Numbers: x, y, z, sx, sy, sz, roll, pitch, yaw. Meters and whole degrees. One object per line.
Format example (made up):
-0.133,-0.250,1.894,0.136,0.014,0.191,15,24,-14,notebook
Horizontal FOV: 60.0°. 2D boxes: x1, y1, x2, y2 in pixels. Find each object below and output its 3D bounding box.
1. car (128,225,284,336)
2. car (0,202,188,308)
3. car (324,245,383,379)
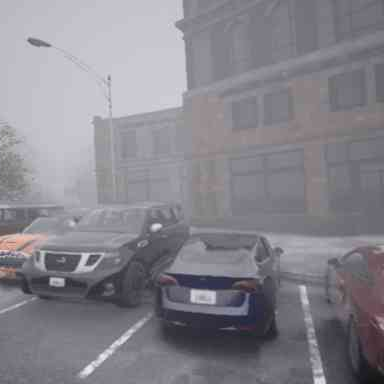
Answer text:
0.786,1.553,6.902,2.163,1.488,4.792,0,-1,16,car
-1.652,1.303,8.591,2.435,2.045,5.566,0,-1,16,car
3.213,1.539,5.130,2.002,1.452,4.674,0,-1,16,car
